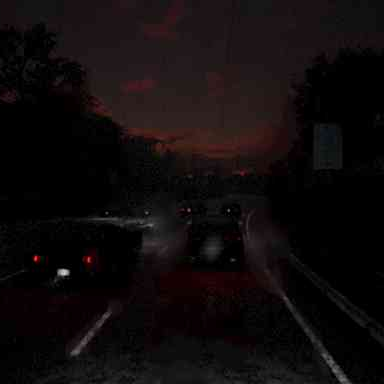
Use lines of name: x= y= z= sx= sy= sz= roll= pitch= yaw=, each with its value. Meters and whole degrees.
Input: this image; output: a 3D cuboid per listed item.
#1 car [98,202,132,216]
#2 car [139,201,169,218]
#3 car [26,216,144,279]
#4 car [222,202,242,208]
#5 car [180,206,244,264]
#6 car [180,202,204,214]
car: x=-7.178 y=1.658 z=31.415 sx=1.994 sy=1.385 sz=4.181 roll=0 pitch=0 yaw=11
car: x=-3.537 y=1.596 z=31.861 sx=2.128 sy=1.511 sz=4.902 roll=0 pitch=0 yaw=11
car: x=-2.877 y=1.634 z=10.141 sx=1.895 sy=1.301 sz=4.718 roll=0 pitch=0 yaw=5
car: x=3.702 y=1.669 z=31.463 sx=2.033 sy=1.411 sz=5.357 roll=0 pitch=0 yaw=11
car: x=0.816 y=1.524 z=12.076 sx=1.882 sy=1.535 sz=5.008 roll=0 pitch=0 yaw=5
car: x=0.215 y=1.661 z=31.848 sx=2.033 sy=1.411 sz=5.357 roll=0 pitch=0 yaw=11
